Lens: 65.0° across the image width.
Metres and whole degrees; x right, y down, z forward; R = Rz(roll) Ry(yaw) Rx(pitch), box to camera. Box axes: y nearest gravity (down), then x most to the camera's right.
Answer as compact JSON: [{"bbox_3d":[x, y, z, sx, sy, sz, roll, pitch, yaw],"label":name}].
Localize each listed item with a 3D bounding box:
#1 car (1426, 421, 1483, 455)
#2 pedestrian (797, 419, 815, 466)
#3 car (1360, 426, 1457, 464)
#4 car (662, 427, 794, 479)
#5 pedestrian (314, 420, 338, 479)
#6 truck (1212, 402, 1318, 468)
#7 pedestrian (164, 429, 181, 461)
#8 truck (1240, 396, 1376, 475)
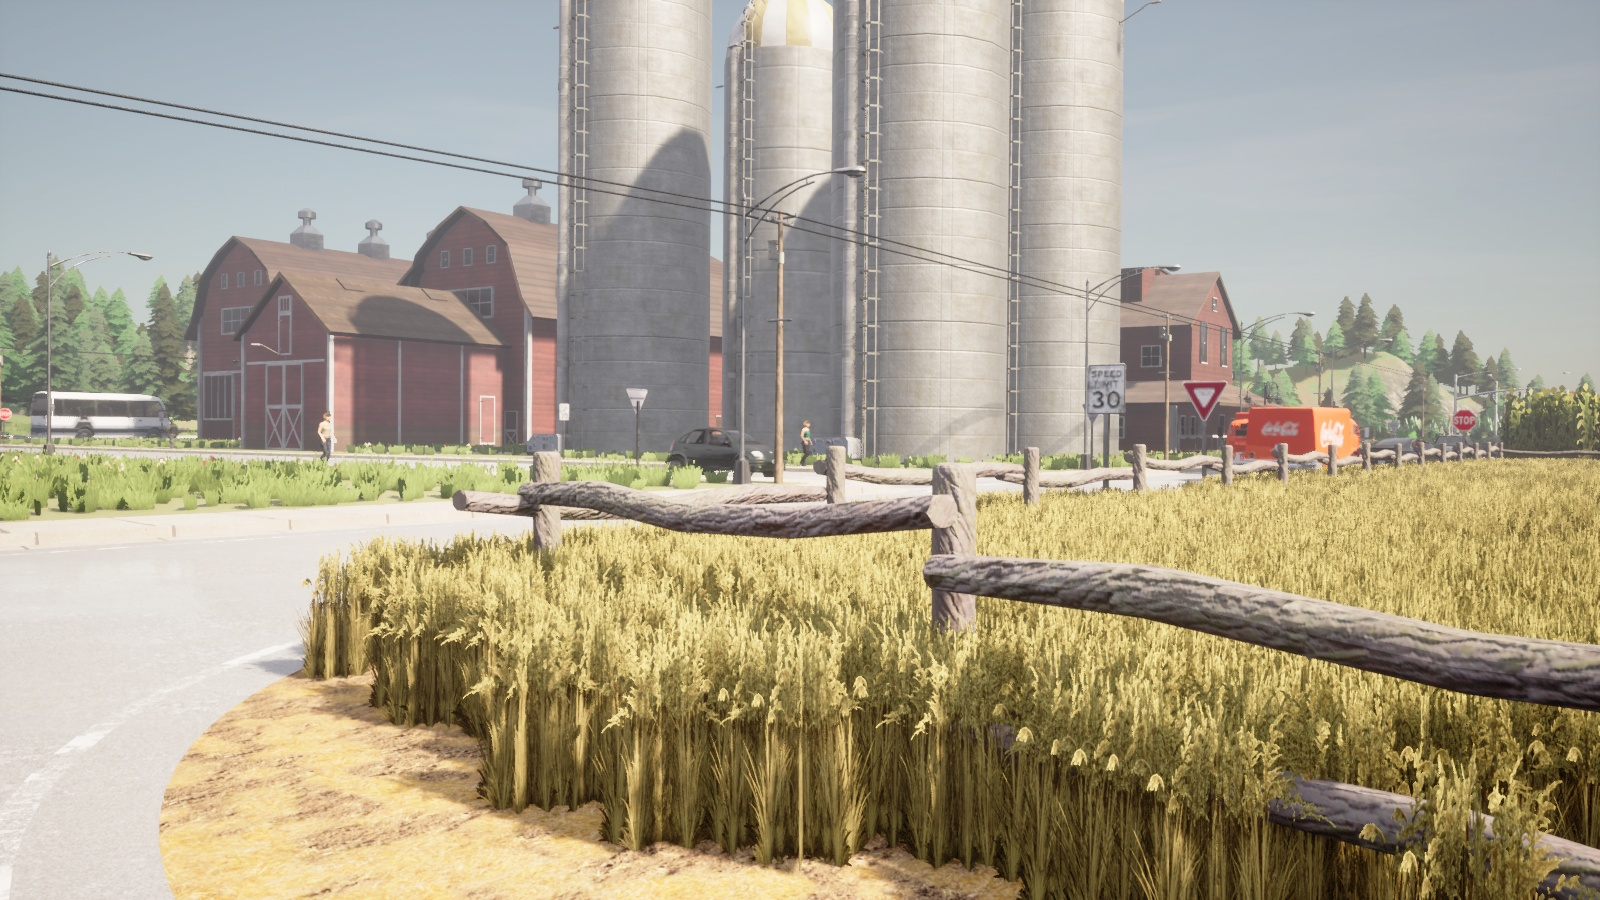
[{"bbox_3d":[35.108,-0.646,67.266,2.097,1.767,4.553,0,1,35],"label":"car"},{"bbox_3d":[0.238,-0.283,48.919,0.594,1.836,0.345,0,1,33],"label":"pedestrian"},{"bbox_3d":[25.829,-0.224,53.217,4.892,1.490,1.837,-1,0,-40],"label":"car"},{"bbox_3d":[-2.364,0.091,41.032,3.988,1.617,1.851,0,1,35],"label":"car"},{"bbox_3d":[-14.916,-0.018,39.510,0.594,1.836,0.345,0,1,26],"label":"pedestrian"},{"bbox_3d":[18.583,-0.605,50.010,2.627,2.467,5.204,0,1,36],"label":"truck"},{"bbox_3d":[-37.824,-0.304,75.683,0.849,1.883,0.563,0,1,31],"label":"pedestrian"},{"bbox_3d":[17.131,-0.490,42.199,2.627,2.467,5.204,0,1,42],"label":"truck"}]
